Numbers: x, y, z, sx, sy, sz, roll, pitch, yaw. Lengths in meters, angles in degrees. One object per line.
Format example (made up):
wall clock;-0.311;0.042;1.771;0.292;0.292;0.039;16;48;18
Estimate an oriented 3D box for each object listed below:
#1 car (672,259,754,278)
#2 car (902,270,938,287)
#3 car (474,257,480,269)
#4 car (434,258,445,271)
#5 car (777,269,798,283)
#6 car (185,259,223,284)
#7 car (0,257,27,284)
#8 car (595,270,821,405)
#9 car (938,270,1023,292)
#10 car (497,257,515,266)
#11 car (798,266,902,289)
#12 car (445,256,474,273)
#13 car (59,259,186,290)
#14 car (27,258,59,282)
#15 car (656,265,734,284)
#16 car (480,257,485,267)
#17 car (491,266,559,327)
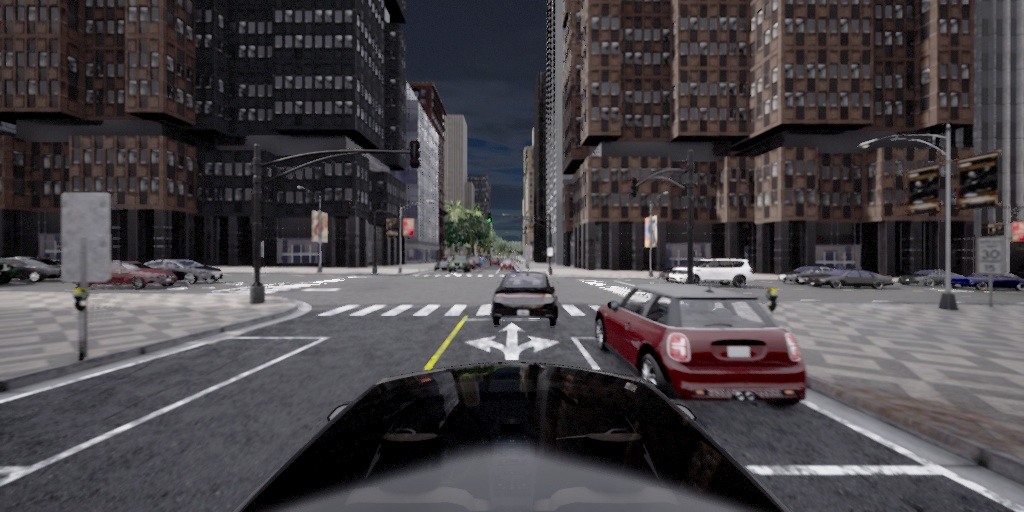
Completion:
car;14.595;1.199;26.386;5.566;2.045;2.150;1;0;1
car;34.824;1.831;29.765;4.181;1.385;1.994;1;0;0
car;-6.498;1.235;54.525;1.882;1.535;5.008;0;0;0
car;-9.134;1.309;47.645;1.948;1.339;4.313;0;0;0
car;24.802;1.612;29.715;4.902;1.511;2.128;1;0;-1
car;-21.123;0.964;22.759;4.902;1.511;2.128;1;0;1
car;-30.722;0.563;19.435;5.566;2.045;2.150;1;0;-1
car;2.762;1.188;6.307;1.967;1.591;4.097;0;0;0
car;35.160;1.878;26.516;4.718;1.301;1.895;1;0;0
car;-0.609;1.184;47.698;1.967;1.591;4.097;0;0;0
car;24.835;1.673;26.464;5.357;1.411;2.033;1;0;0
car;-6.447;0.960;44.535;2.150;2.045;5.566;0;0;0
car;-21.020;1.005;19.498;4.674;1.442;1.812;1;0;0
car;-30.511;0.845;22.692;4.892;1.490;1.837;1;0;0
car;15.003;1.526;29.649;5.357;1.411;2.033;1;0;1
car;-6.502;1.129;64.284;2.097;1.767;4.553;0;0;0
car;0.489;1.239;11.591;2.128;1.511;4.902;0;0;5
